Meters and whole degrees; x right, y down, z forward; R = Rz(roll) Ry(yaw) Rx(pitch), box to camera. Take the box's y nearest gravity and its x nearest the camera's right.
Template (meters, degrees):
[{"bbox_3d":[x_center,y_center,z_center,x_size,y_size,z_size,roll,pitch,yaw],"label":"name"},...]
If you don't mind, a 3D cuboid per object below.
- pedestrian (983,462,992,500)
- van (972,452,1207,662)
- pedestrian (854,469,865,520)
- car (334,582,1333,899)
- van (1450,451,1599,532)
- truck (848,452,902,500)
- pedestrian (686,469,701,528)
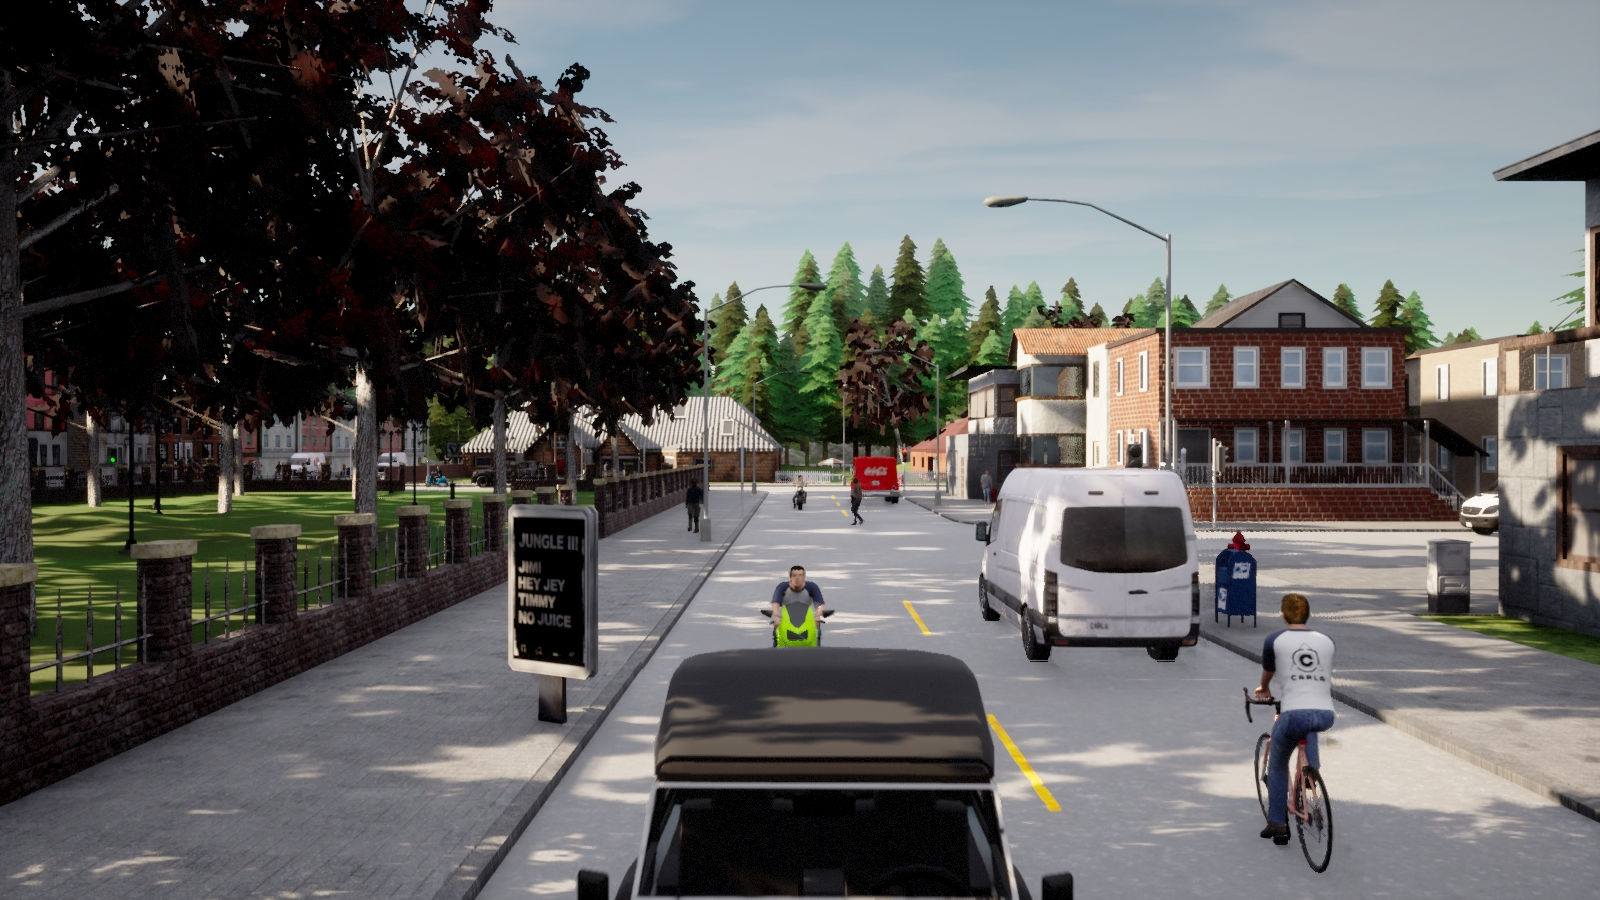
[{"bbox_3d":[9.292,1.547,56.507,0.375,1.860,0.375,0,0,-2],"label":"pedestrian"},{"bbox_3d":[3.995,1.322,16.991,1.988,2.561,5.915,0,0,0],"label":"van"},{"bbox_3d":[2.189,1.645,42.002,0.375,1.860,0.375,0,0,4],"label":"pedestrian"},{"bbox_3d":[0.090,1.639,4.113,1.905,1.878,3.866,0,0,1],"label":"car"},{"bbox_3d":[24.712,1.329,37.232,5.915,2.561,1.988,0,0,0],"label":"van"},{"bbox_3d":[3.969,1.372,61.570,2.627,2.467,5.204,0,0,1],"label":"truck"},{"bbox_3d":[-3.401,1.540,36.520,0.375,1.860,0.375,0,0,10],"label":"pedestrian"}]
